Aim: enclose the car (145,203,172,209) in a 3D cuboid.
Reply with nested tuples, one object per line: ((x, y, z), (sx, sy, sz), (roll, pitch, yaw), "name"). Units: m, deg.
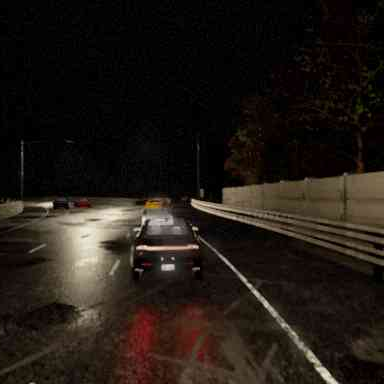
((-2.333, 1.639, 21.668), (1.895, 1.301, 4.718), (0, 0, -9), "car")

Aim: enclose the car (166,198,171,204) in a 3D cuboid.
((-4.702, 1.576, 48.851), (2.128, 1.511, 4.902), (0, 0, -1), "car")

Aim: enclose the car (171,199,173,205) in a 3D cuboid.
((-4.450, 1.702, 59.670), (1.895, 1.301, 4.718), (0, 0, 3), "car")

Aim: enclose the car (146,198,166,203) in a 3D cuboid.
((-4.208, 1.544, 37.655), (1.882, 1.535, 5.008), (0, 0, -5), "car")

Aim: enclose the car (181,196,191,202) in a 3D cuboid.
((-1.816, 1.851, 89.963), (1.882, 1.535, 5.008), (0, -2, 6), "car")

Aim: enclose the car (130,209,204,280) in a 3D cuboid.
((-0.774, 1.510, 10.031), (2.128, 1.511, 4.902), (0, 0, -5), "car")

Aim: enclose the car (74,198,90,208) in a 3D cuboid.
((-17.044, 1.672, 51.442), (1.994, 1.385, 4.181), (0, 0, -27), "car")

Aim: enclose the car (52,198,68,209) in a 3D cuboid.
((-18.596, 1.595, 46.891), (2.128, 1.511, 4.902), (0, 0, -27), "car")
